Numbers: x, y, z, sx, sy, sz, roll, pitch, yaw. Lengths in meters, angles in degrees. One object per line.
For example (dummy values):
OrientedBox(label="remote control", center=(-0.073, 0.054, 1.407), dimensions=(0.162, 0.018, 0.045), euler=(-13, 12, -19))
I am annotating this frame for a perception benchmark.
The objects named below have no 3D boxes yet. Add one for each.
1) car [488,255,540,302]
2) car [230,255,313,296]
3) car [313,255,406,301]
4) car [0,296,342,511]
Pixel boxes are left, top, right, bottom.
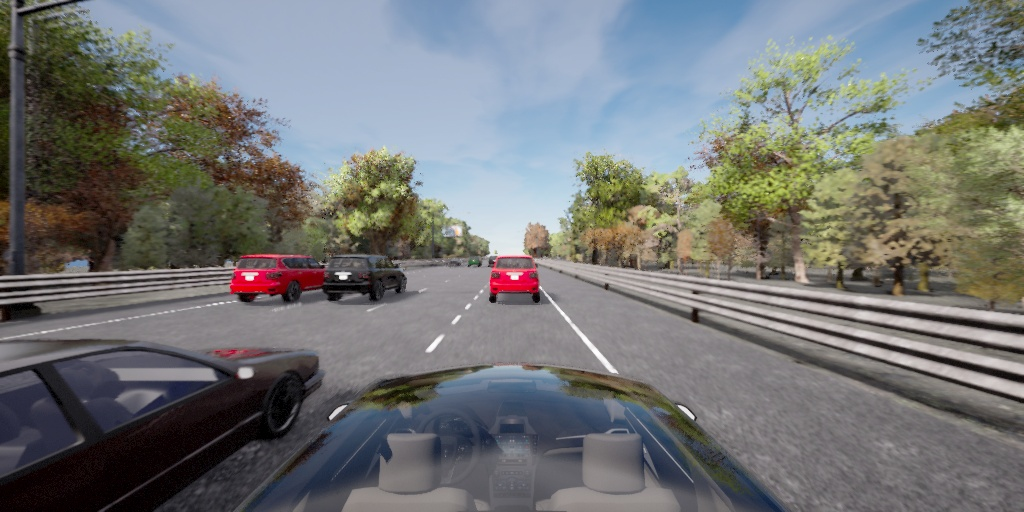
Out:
OrientedBox(label="car", center=(0.119, 0.972, 17.307), dimensions=(2.150, 2.045, 5.566), euler=(0, 0, 0))
OrientedBox(label="car", center=(-10.381, 0.969, 16.890), dimensions=(2.150, 2.045, 5.566), euler=(0, 0, 0))
OrientedBox(label="car", center=(-6.881, 0.970, 17.306), dimensions=(2.150, 2.045, 5.566), euler=(0, 0, 0))
OrientedBox(label="car", center=(-3.402, 1.296, 2.317), dimensions=(2.033, 1.411, 5.357), euler=(0, 0, 0))
